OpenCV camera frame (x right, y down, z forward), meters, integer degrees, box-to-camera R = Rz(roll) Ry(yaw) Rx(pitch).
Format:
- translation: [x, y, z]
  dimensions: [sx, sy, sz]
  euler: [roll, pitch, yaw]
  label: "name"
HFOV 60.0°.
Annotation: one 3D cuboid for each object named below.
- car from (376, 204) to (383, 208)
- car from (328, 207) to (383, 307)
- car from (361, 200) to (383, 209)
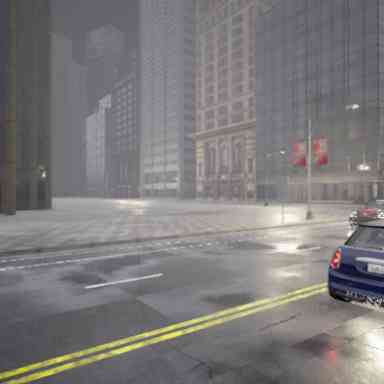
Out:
- translation: [10.984, 1.417, 15.448]
  dimensions: [4.902, 1.511, 2.128]
  euler: [0, 0, -35]
  label: "car"
- translation: [4.894, 1.320, 6.928]
  dimensions: [4.553, 1.767, 2.097]
  euler: [0, 0, -35]
  label: "car"
- translation: [11.311, 1.264, 19.640]
  dimensions: [4.553, 1.767, 2.097]
  euler: [0, 0, -35]
  label: "car"
